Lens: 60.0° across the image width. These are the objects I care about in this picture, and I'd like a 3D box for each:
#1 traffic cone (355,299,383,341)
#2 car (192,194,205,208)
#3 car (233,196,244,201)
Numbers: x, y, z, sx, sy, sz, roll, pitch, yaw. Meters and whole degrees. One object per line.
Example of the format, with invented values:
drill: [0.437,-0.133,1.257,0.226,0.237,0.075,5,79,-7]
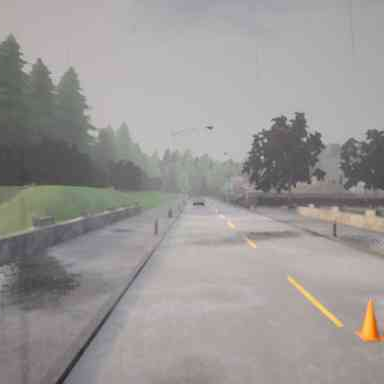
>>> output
traffic cone: [2.815,1.986,5.246,0.340,0.580,0.340,1,0,1]
car: [1.025,1.536,51.160,1.882,1.535,5.008,1,0,1]
car: [11.686,1.640,82.600,5.357,1.415,2.033,1,0,-39]
